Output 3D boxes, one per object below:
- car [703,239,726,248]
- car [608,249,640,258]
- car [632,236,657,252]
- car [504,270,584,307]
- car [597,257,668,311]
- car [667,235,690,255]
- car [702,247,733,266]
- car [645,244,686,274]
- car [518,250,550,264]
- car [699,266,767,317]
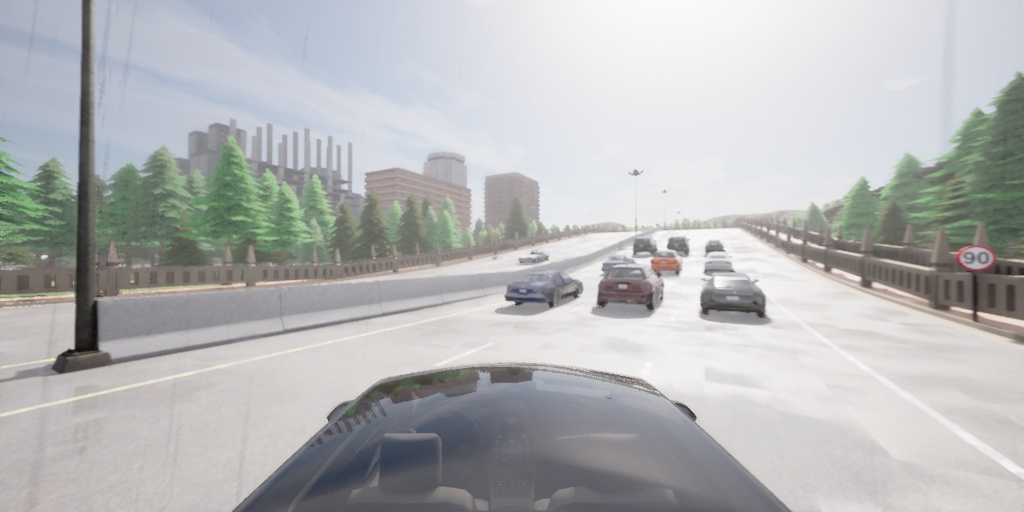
[{"bbox_3d":[21.769,-1.064,38.631,1.837,1.490,4.892,0,7,29],"label":"car"},{"bbox_3d":[8.666,0.583,29.124,2.033,1.411,5.357,0,5,29],"label":"car"},{"bbox_3d":[15.498,-1.283,41.759,2.150,2.045,5.566,0,7,29],"label":"car"},{"bbox_3d":[1.616,1.345,16.067,2.033,1.411,5.357,0,1,29],"label":"car"},{"bbox_3d":[5.134,1.110,15.195,2.097,1.767,4.553,0,1,29],"label":"car"},{"bbox_3d":[18.585,-1.304,40.108,2.150,2.045,5.566,0,7,29],"label":"car"},{"bbox_3d":[15.441,0.412,26.901,1.812,1.442,4.674,0,5,29],"label":"car"},{"bbox_3d":[12.181,0.290,28.240,2.097,1.767,4.553,0,5,29],"label":"car"},{"bbox_3d":[2.459,0.077,39.793,1.895,1.301,4.718,0,6,29],"label":"car"},{"bbox_3d":[8.202,1.306,13.512,1.994,1.385,4.181,0,1,29],"label":"car"}]
